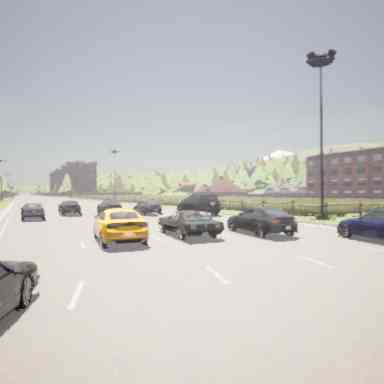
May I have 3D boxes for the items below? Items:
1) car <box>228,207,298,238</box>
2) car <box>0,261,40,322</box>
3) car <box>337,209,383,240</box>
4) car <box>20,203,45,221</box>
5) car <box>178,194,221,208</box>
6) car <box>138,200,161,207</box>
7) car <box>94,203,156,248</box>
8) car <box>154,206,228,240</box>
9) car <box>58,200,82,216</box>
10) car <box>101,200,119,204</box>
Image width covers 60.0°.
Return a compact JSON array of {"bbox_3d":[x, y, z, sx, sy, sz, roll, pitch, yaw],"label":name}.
[{"bbox_3d":[3.560,1.484,17.359,1.812,1.442,4.674,0,0,-22],"label":"car"},{"bbox_3d":[-3.852,1.583,4.721,2.033,1.411,5.357,-1,0,-9],"label":"car"},{"bbox_3d":[8.358,1.439,14.236,1.812,1.442,4.674,0,0,-16],"label":"car"},{"bbox_3d":[-13.954,1.671,29.221,2.033,1.411,5.357,-1,0,-27],"label":"car"},{"bbox_3d":[0.617,1.202,31.449,2.150,2.045,5.566,-1,0,-27],"label":"car"},{"bbox_3d":[-4.486,1.555,33.753,1.812,1.442,4.674,-1,0,-27],"label":"car"},{"bbox_3d":[-3.344,1.504,15.164,1.882,1.535,5.008,0,0,-22],"label":"car"},{"bbox_3d":[-0.249,1.596,16.936,1.895,1.301,4.718,-1,0,-22],"label":"car"},{"bbox_3d":[-12.601,1.613,34.248,1.837,1.490,4.892,-1,0,-27],"label":"car"},{"bbox_3d":[-8.329,1.572,33.564,1.837,1.490,4.892,-1,0,-27],"label":"car"}]
